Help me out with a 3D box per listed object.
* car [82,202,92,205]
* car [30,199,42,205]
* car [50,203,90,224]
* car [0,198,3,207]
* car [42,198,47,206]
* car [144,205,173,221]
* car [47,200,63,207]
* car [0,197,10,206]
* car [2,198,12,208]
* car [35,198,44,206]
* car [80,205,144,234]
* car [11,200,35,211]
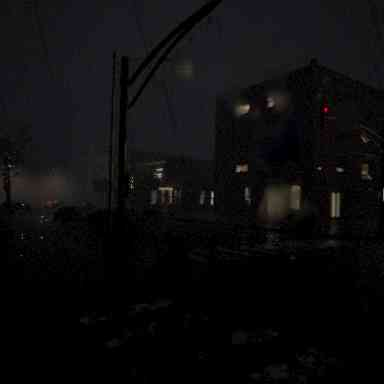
[{"bbox_3d":[-16.280,2.240,51.066,1.752,1.417,4.829,2,-1,-35],"label":"car"},{"bbox_3d":[-39.491,2.608,84.103,1.752,1.417,4.829,2,-1,-35],"label":"car"},{"bbox_3d":[-10.030,1.822,27.180,1.802,1.307,4.206,2,-1,-35],"label":"car"},{"bbox_3d":[-33.566,2.180,61.031,1.947,1.339,4.313,2,-1,-35],"label":"car"},{"bbox_3d":[-29.875,2.510,70.364,1.802,1.307,4.206,2,-1,-35],"label":"car"},{"bbox_3d":[-3.583,1.961,33.035,1.967,1.590,4.097,2,-1,-35],"label":"car"},{"bbox_3d":[-26.701,2.317,65.834,1.967,1.590,4.097,2,-1,-35],"label":"car"},{"bbox_3d":[-39.909,2.031,70.102,2.192,1.841,5.009,2,-1,-35],"label":"car"},{"bbox_3d":[-30.575,2.111,56.746,1.887,1.381,4.507,2,-1,-35],"label":"car"},{"bbox_3d":[-36.217,2.345,79.435,2.192,1.841,5.009,2,-1,-35],"label":"car"},{"bbox_3d":[-4.867,1.707,19.807,1.887,1.381,4.507,2,-1,-35],"label":"car"},{"bbox_3d":[-24.175,1.987,47.511,1.752,1.417,4.829,2,-1,-35],"label":"car"}]
